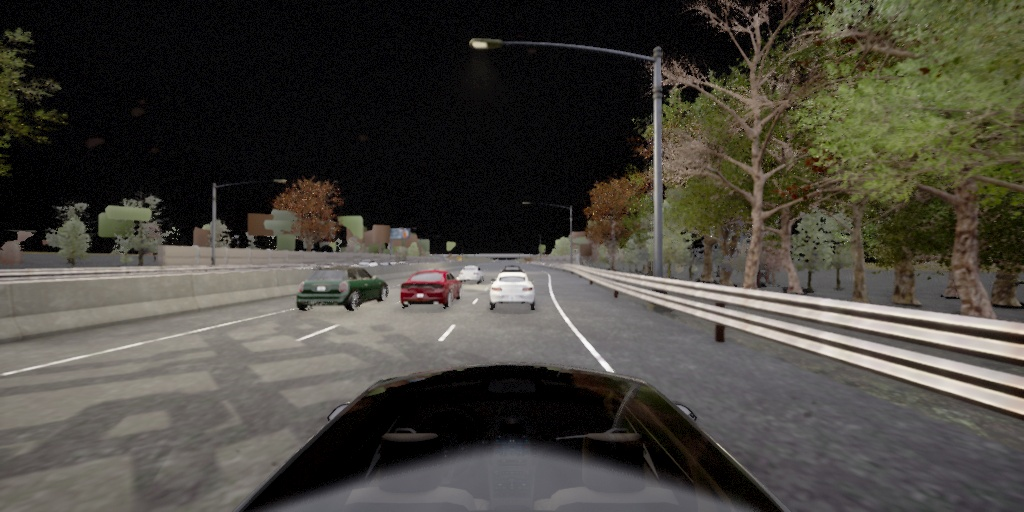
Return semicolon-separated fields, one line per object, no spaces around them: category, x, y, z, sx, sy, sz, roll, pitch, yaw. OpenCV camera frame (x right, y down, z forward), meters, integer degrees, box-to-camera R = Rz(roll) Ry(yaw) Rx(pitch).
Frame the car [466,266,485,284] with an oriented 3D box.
car;-3.463;1.578;30.755;1.812;1.442;4.674;0;0;1

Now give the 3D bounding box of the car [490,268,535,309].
car;0.031;1.418;15.749;1.812;1.442;4.674;0;0;1

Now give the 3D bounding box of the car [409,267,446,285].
car;-6.973;1.647;30.100;1.895;1.301;4.718;0;-1;0

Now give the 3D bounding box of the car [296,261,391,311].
car;-6.973;1.239;15.273;2.097;1.767;4.553;0;-1;1

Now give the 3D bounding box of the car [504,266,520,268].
car;0.032;1.556;30.348;1.837;1.490;4.892;0;0;1

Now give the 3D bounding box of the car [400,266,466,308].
car;-3.466;1.374;16.095;1.882;1.535;5.008;0;0;1
